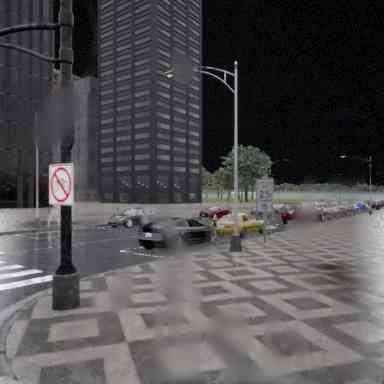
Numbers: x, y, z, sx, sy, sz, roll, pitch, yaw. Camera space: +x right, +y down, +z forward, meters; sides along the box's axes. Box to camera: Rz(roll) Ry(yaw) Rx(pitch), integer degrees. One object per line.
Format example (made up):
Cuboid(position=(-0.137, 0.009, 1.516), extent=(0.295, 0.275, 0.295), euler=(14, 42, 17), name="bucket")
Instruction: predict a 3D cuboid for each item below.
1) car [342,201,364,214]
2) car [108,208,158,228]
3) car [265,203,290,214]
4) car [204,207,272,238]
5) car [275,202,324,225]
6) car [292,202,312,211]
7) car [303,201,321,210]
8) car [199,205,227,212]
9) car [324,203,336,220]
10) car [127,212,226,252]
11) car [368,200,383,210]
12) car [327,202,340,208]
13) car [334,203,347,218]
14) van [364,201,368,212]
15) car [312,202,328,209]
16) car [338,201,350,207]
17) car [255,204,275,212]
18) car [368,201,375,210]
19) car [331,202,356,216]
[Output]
Cuboid(position=(22.444, 2.293, 47.001), extent=(1.967, 1.590, 4.097), euler=(-1, -2, 36), name="car")
Cuboid(position=(-4.163, 1.840, 24.396), extent=(2.008, 1.369, 4.403), euler=(-1, -1, 36), name="car")
Cuboid(position=(12.230, 2.304, 47.362), extent=(2.008, 1.369, 4.403), euler=(-1, -2, 36), name="car")
Cuboid(position=(2.869, 1.823, 19.576), extent=(1.752, 1.417, 4.829), euler=(-1, -2, 36), name="car")
Cuboid(position=(9.327, 1.790, 28.630), extent=(2.192, 1.841, 5.009), euler=(-1, -2, 36), name="car")
Cuboid(position=(18.788, 2.492, 56.549), extent=(2.008, 1.369, 4.403), euler=(-1, -2, 36), name="car")
Cuboid(position=(22.066, 2.475, 61.144), extent=(1.967, 1.590, 4.097), euler=(-1, -2, 36), name="car")
Cuboid(position=(2.394, 2.015, 33.583), extent=(1.887, 1.381, 4.507), euler=(-1, -2, 36), name="car")
Cuboid(position=(12.607, 2.113, 33.218), extent=(1.887, 1.381, 4.507), euler=(-1, -2, 36), name="car")
Cuboid(position=(-0.507, 1.774, 14.844), extent=(1.947, 1.339, 4.313), euler=(-1, -2, 36), name="car")
Cuboid(position=(35.561, 2.538, 65.378), extent=(2.192, 1.841, 5.009), euler=(-1, -2, 36), name="car")
Cuboid(position=(31.904, 2.889, 74.922), extent=(1.802, 1.307, 4.206), euler=(-1, -2, 36), name="car")
Cuboid(position=(15.890, 2.245, 37.816), extent=(1.802, 1.307, 4.206), euler=(-1, -2, 36), name="car")
Cuboid(position=(25.723, 2.288, 51.596), extent=(1.690, 1.788, 3.998), euler=(-1, -2, 36), name="van")
Cuboid(position=(25.346, 2.671, 65.736), extent=(1.887, 1.381, 4.507), euler=(-1, -2, 36), name="car")
Cuboid(position=(38.462, 3.036, 84.109), extent=(2.008, 1.369, 4.403), euler=(-1, -1, 36), name="car")
Cuboid(position=(8.951, 2.208, 42.769), extent=(2.008, 1.369, 4.403), euler=(-1, -2, 36), name="car")
Cuboid(position=(29.003, 2.591, 56.185), extent=(2.008, 1.369, 4.403), euler=(-1, -2, 36), name="car")
Cuboid(position=(19.165, 2.303, 42.405), extent=(1.887, 1.381, 4.507), euler=(-1, -2, 36), name="car")
